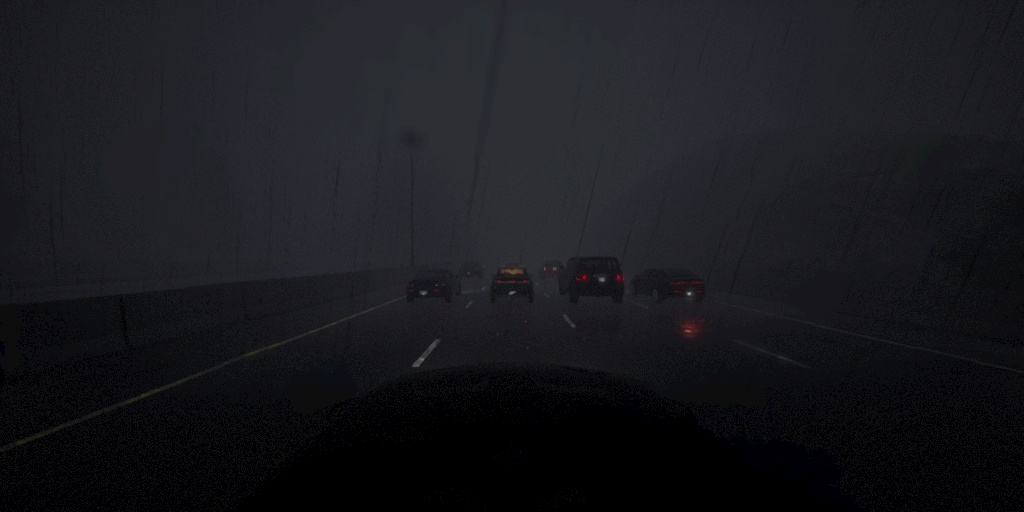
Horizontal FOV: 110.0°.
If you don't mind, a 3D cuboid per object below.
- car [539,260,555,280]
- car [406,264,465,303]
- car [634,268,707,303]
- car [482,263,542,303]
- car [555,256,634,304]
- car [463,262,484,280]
[{"bbox_3d":[3.500,1.114,31.470,2.097,1.767,4.553,0,0,0],"label":"car"},{"bbox_3d":[-3.500,1.280,16.500,1.812,1.442,4.674,0,0,0],"label":"car"},{"bbox_3d":[7.000,1.264,16.500,1.837,1.490,4.892,0,0,0],"label":"car"},{"bbox_3d":[0.000,1.242,16.500,2.128,1.511,4.902,0,0,0],"label":"car"},{"bbox_3d":[3.500,1.005,16.530,2.150,2.045,5.566,0,0,0],"label":"car"},{"bbox_3d":[-3.500,1.232,31.500,1.882,1.535,5.008,0,0,0],"label":"car"}]
